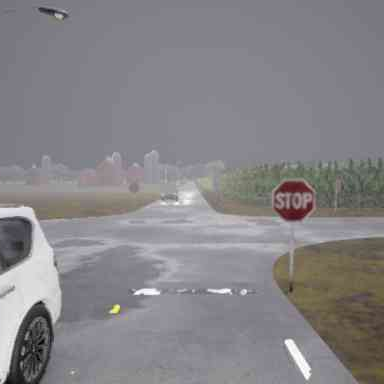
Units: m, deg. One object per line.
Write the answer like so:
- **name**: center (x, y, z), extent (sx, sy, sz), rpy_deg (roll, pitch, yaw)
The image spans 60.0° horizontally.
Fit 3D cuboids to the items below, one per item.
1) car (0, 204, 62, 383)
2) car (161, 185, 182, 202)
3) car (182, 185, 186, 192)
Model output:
- **car**: center (-2.748, 1.198, 2.081), extent (2.150, 2.045, 5.566), rpy_deg (0, 2, 0)
- **car**: center (-2.750, 0.256, 41.925), extent (2.097, 1.767, 4.553), rpy_deg (0, 1, 0)
- **car**: center (-2.751, -0.915, 86.950), extent (2.097, 1.767, 4.553), rpy_deg (0, 2, 0)
